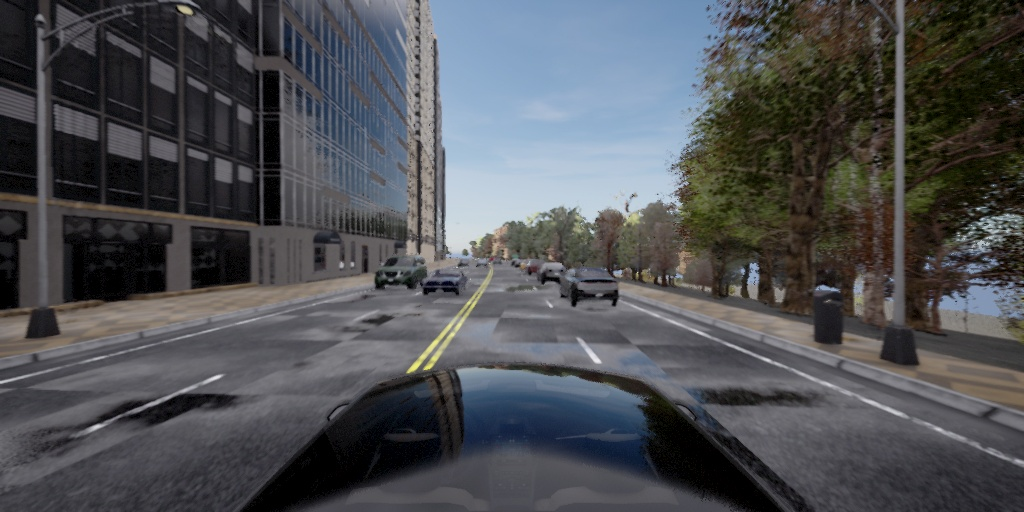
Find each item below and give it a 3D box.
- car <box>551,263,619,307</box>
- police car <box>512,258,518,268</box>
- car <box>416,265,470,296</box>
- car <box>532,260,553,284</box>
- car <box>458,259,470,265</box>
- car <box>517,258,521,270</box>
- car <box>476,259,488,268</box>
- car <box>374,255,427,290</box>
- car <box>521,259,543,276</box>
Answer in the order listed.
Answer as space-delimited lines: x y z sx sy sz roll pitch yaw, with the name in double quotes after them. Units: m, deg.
3.165 1.234 15.534 2.128 1.511 4.902 0 0 -1 "car"
1.520 1.221 59.727 2.038 1.542 4.974 0 0 -3 "police car"
-3.505 1.355 19.376 1.895 1.301 4.718 0 0 -1 "car"
2.946 1.243 26.619 2.163 1.488 4.792 0 0 -1 "car"
-8.543 1.224 64.023 1.837 1.490 4.892 0 0 -3 "car"
2.115 1.181 48.876 1.801 1.575 5.366 0 0 -3 "car"
-5.147 1.256 61.747 1.812 1.442 4.674 0 0 -3 "car"
-6.819 0.980 22.727 2.150 2.045 5.566 0 0 -1 "car"
2.502 1.085 37.840 2.097 1.767 4.553 0 0 -5 "car"
